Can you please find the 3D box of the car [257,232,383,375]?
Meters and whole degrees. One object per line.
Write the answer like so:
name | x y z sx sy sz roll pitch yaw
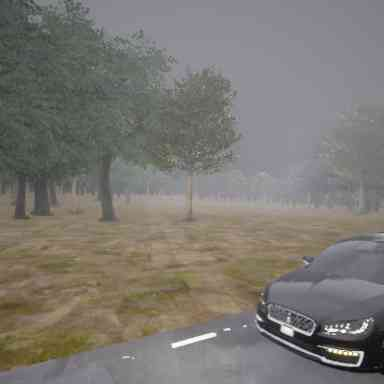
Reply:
car | 3.226 1.503 5.565 4.892 1.490 1.837 0 0 -34
